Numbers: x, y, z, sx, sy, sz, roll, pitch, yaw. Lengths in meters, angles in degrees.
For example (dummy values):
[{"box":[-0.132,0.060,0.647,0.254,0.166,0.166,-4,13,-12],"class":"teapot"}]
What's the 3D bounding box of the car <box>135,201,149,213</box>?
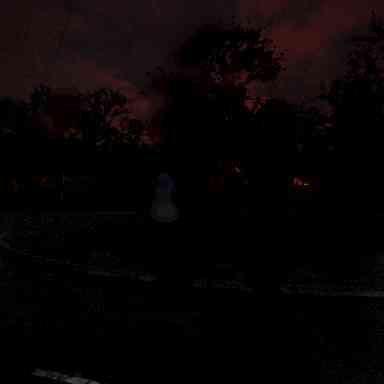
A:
[{"box":[-3.801,1.313,38.854,5.566,2.045,2.150,0,-1,-26],"class":"car"}]
